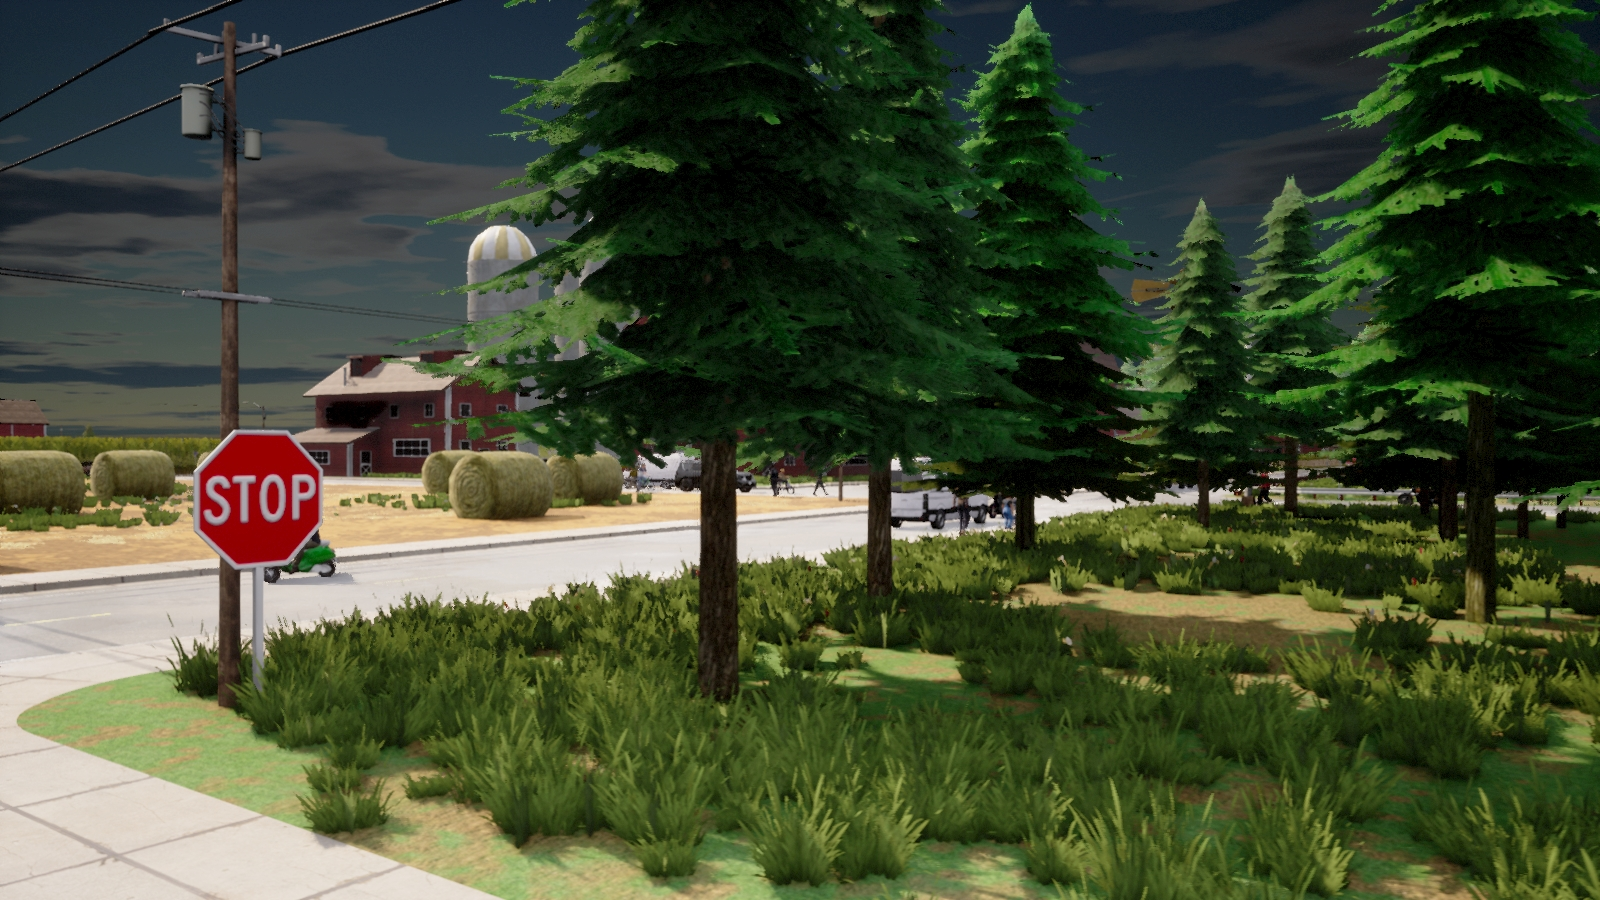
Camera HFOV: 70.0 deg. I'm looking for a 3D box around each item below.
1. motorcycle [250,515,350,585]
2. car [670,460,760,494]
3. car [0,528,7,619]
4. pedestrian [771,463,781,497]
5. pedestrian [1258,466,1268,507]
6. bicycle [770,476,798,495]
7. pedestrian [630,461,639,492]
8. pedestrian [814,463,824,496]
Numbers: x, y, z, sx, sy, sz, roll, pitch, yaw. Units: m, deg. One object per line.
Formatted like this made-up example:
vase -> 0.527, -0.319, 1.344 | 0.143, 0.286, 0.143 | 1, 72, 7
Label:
motorcycle -> -10.719, 2.116, 24.540 | 0.856, 1.316, 1.805 | 0, 0, 33
car -> -5.481, 1.701, 73.229 | 5.566, 2.045, 2.150 | 0, 0, 32
car -> -15.264, 2.034, 17.378 | 2.163, 1.488, 4.792 | 0, 0, 31
pedestrian -> -1.331, 1.632, 62.646 | 0.375, 1.860, 0.375 | 0, 0, -40
pedestrian -> 21.079, 1.654, 52.056 | 0.375, 1.860, 0.375 | 0, 0, 14
bicycle -> -0.968, 2.174, 70.413 | 1.487, 1.080, 0.859 | 0, 0, 32
pedestrian -> -10.146, 1.616, 69.934 | 0.375, 1.860, 0.375 | 0, 0, 26
pedestrian -> 1.061, 1.629, 63.461 | 0.375, 1.860, 0.375 | 0, 0, 31
